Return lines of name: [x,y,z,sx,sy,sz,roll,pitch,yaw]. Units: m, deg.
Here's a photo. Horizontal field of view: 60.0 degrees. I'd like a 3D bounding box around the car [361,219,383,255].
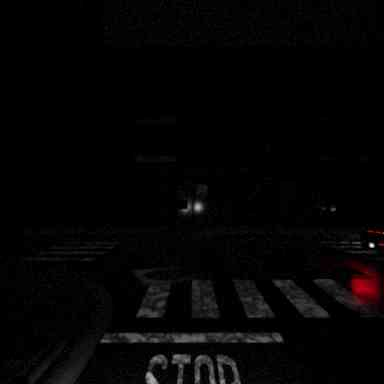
car: [8.211,1.456,11.012,4.892,1.490,1.837,0,-2,-6]
